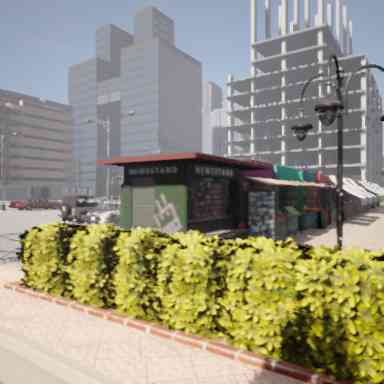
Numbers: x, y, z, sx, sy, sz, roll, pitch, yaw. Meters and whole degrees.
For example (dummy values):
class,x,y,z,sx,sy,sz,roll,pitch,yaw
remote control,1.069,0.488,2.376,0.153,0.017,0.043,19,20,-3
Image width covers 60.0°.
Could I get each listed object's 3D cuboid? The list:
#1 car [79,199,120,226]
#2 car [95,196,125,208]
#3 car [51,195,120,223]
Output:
class,x,y,z,sx,sy,sz,roll,pitch,yaw
car,-4.860,1.381,21.331,1.970,1.475,3.806,0,0,34
car,-11.516,1.363,46.874,1.970,1.475,3.806,0,0,34
car,-7.253,1.139,22.961,1.905,1.878,3.866,0,0,34
